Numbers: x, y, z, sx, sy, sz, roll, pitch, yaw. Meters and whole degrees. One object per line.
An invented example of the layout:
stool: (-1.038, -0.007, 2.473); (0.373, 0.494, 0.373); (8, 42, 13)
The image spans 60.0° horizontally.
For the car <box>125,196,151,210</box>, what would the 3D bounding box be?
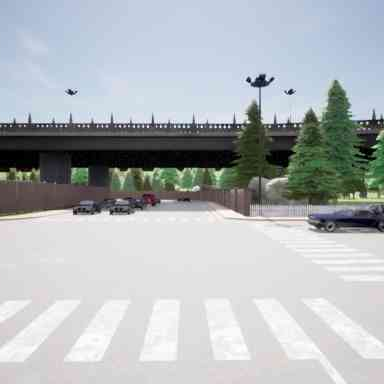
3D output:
car: (-6.977, 1.547, 43.173); (2.033, 1.411, 5.357); (0, 0, 0)

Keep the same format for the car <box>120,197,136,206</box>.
car: (-10.543, 1.525, 55.309); (1.812, 1.442, 4.674); (0, 0, 0)

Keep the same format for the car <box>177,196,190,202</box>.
car: (-1.921, 1.552, 75.249); (1.994, 1.385, 4.181); (0, 0, -19)

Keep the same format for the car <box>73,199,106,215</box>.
car: (-10.575, 1.564, 33.886); (1.994, 1.385, 4.181); (0, 0, 0)

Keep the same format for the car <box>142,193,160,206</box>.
car: (-6.972, 1.221, 53.269); (2.150, 2.045, 5.566); (0, 0, 0)

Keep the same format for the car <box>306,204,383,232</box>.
car: (9.050, 1.545, 18.893); (4.718, 1.301, 1.895); (0, 0, 1)

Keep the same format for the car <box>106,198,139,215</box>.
car: (-7.040, 1.564, 33.945); (1.994, 1.385, 4.181); (0, 0, 0)
